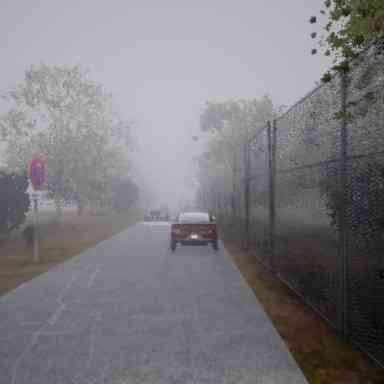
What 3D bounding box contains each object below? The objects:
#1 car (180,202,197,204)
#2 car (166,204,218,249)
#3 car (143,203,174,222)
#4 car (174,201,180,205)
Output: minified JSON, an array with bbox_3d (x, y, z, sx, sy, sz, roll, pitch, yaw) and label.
[{"bbox_3d":[0.006,1.857,35.212,1.994,1.385,4.181,0,-1,0],"label":"car"},{"bbox_3d":[0.081,1.526,14.832,1.882,1.535,5.008,0,0,0],"label":"car"},{"bbox_3d":[-2.909,1.751,28.359,1.994,1.385,4.181,0,-1,0],"label":"car"},{"bbox_3d":[-3.098,2.680,68.983,2.128,1.511,4.902,0,-2,-1],"label":"car"}]
